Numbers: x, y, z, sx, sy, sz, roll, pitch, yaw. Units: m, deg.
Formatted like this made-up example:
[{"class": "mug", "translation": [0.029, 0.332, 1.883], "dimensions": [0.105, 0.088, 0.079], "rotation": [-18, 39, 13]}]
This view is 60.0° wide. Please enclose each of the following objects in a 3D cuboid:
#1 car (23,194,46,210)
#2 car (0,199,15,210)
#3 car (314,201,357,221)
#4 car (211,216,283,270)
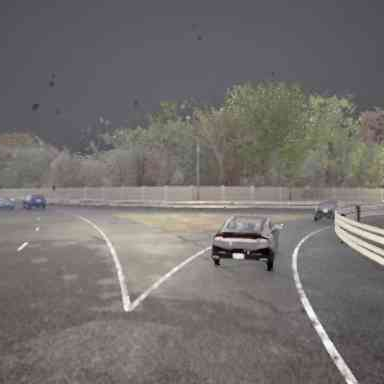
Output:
[{"class": "car", "translation": [-21.822, 1.323, 46.035], "dimensions": [2.150, 2.045, 5.566], "rotation": [0, 0, -36]}, {"class": "car", "translation": [-25.264, 1.625, 44.855], "dimensions": [2.033, 1.411, 5.357], "rotation": [0, 0, -37]}, {"class": "car", "translation": [12.032, 1.543, 27.794], "dimensions": [2.097, 1.767, 4.553], "rotation": [0, 0, 44]}, {"class": "car", "translation": [2.008, 1.555, 11.430], "dimensions": [2.128, 1.511, 4.902], "rotation": [0, 0, 18]}]
